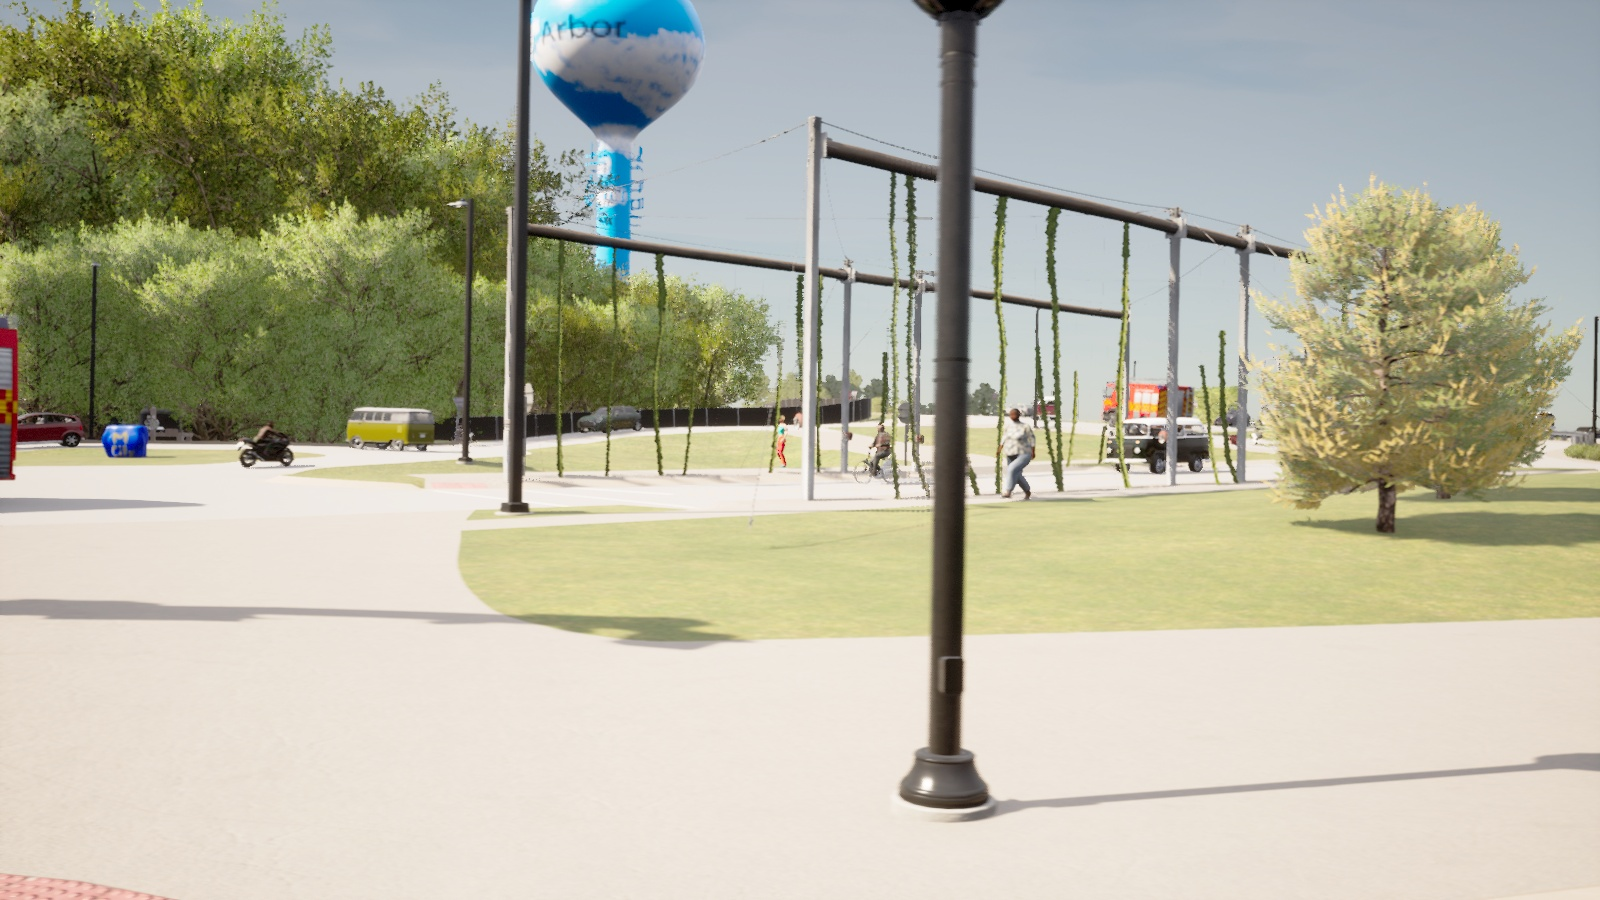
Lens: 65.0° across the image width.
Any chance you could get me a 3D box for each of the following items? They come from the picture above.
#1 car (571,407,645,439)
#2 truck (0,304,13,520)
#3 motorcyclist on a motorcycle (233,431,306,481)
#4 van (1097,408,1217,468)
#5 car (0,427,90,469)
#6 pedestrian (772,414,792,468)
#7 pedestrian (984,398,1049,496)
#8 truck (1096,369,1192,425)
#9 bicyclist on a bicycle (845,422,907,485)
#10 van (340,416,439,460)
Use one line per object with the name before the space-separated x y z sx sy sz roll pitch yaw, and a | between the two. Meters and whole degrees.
car | -12.132 -1.722 79.623 2.097 1.767 4.553 0 5 31
truck | -17.094 -0.688 19.121 2.891 3.827 8.468 0 0 24
motorcyclist on a motorcycle | -17.299 0.187 40.976 0.797 1.523 2.044 -2 0 33
van | 13.187 -0.458 46.257 4.480 2.038 2.069 -2 1 -40
car | -33.634 -0.117 55.327 3.705 1.549 1.789 -6 6 -40
pedestrian | -0.634 -0.308 43.139 0.594 1.836 0.345 0 0 -36
pedestrian | 4.218 -0.050 24.461 0.900 1.855 0.874 0 0 -40
truck | 25.061 -3.942 92.114 2.891 3.827 8.468 0 4 -14
bicyclist on a bicycle | 2.230 0.083 36.558 1.843 1.776 0.659 -1 1 -42
van | -19.133 -0.555 58.442 4.442 1.987 1.775 1 1 27
